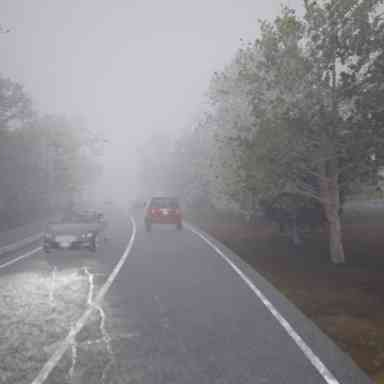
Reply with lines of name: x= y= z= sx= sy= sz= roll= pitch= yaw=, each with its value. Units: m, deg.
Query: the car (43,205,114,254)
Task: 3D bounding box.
car: x=-4.540 y=1.496 z=13.622 sx=2.128 sy=1.511 sz=4.902 roll=0 pitch=0 yaw=-7

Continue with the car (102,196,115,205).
car: x=-14.013 y=1.437 z=55.696 sx=1.882 sy=1.535 sz=5.008 roll=1 pitch=0 yaw=-14

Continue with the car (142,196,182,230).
car: x=-1.948 y=1.263 z=21.585 sx=2.150 sy=2.045 sz=5.566 roll=1 pitch=0 yaw=-9

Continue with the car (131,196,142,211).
car: x=-6.395 y=1.396 z=41.065 sx=2.097 sy=1.767 sz=4.553 roll=1 pitch=0 yaw=-14
